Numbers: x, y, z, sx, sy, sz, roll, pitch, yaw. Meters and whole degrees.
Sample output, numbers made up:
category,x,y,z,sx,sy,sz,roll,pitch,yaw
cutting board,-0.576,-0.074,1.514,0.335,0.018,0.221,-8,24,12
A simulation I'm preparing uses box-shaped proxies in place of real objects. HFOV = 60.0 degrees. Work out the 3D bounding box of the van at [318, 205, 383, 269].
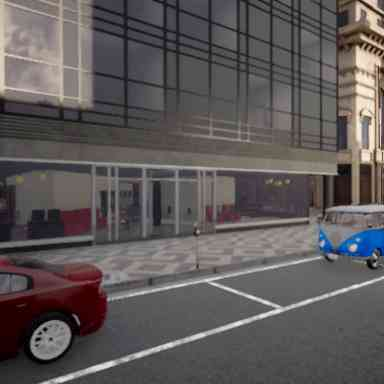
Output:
category,x,y,z,sx,sy,sz,roll,pitch,yaw
van,5.757,1.324,10.760,3.998,1.788,1.690,0,0,-36

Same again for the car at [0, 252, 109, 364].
category,x,y,z,sx,sy,sz,roll,pitch,yaw
car,-3.364,1.545,4.252,4.507,1.381,1.887,0,0,-36
